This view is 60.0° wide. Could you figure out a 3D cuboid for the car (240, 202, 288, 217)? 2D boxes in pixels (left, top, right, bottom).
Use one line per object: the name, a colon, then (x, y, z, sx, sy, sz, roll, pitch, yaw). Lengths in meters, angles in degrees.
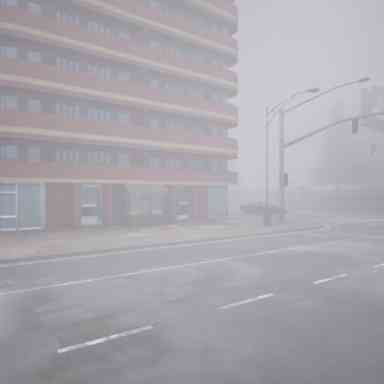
car: (6.899, 1.601, 32.083, 1.895, 1.301, 4.718, 0, 0, -36)
